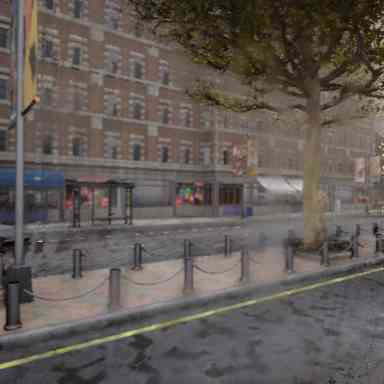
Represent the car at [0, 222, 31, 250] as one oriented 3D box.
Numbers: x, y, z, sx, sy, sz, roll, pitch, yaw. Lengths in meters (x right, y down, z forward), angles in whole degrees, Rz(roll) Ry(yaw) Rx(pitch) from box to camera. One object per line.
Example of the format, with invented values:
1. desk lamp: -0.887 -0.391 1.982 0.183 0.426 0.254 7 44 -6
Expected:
1. car: -8.759 1.528 11.878 5.357 1.411 2.033 1 0 -35
